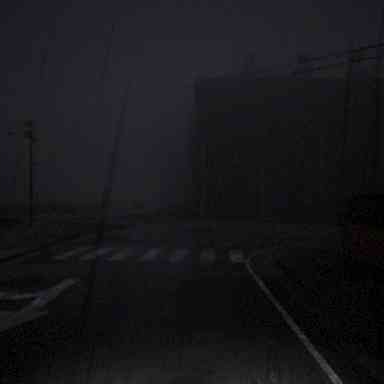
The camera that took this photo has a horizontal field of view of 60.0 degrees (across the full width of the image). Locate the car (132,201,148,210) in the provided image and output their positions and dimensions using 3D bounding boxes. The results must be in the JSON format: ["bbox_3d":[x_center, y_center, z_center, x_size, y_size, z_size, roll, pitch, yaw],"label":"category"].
[{"bbox_3d":[-7.907,2.071,50.935,1.895,1.301,4.718,0,-1,0],"label":"car"}]
